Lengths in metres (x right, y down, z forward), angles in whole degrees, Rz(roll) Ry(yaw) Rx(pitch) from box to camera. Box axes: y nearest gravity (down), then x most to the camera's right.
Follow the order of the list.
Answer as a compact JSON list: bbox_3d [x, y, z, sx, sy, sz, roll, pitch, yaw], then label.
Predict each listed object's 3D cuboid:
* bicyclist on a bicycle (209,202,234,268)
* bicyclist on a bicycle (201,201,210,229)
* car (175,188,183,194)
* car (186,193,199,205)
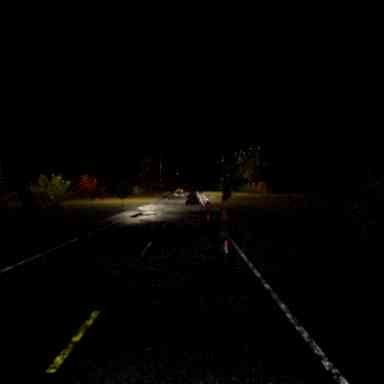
[{"bbox_3d":[0.963,1.304,10.141,0.659,1.776,1.843,0,1,0],"label":"bicyclist on a bicycle"},{"bbox_3d":[0.945,1.309,19.596,0.866,1.612,1.509,0,0,0],"label":"bicyclist on a bicycle"},{"bbox_3d":[-3.495,-0.329,92.213,2.097,1.767,4.553,0,2,0],"label":"car"},{"bbox_3d":[0.102,1.208,51.183,1.994,1.385,4.181,0,1,0],"label":"car"}]
